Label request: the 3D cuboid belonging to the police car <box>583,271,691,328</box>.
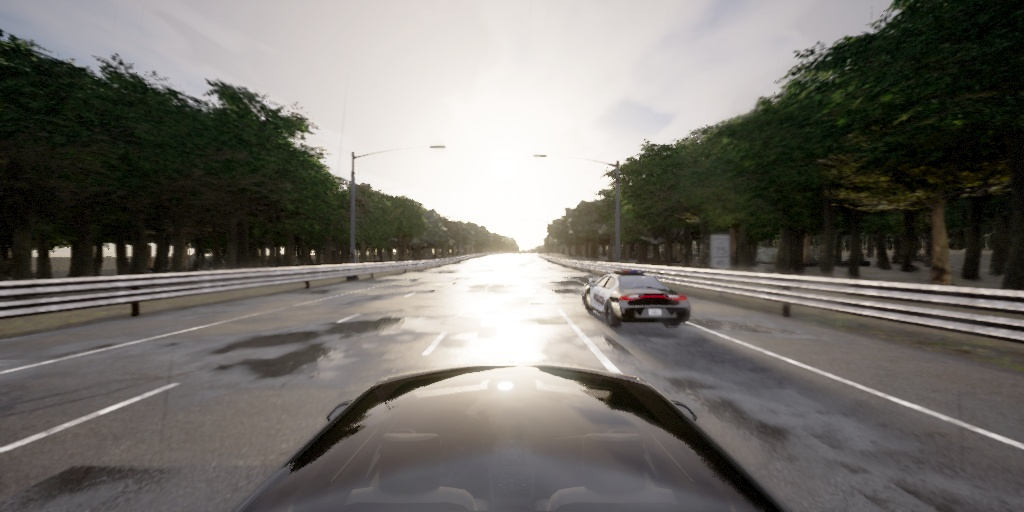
[{"bbox_3d":[3.621,1.250,11.528,2.038,1.542,4.974,0,0,-1],"label":"police car"}]
